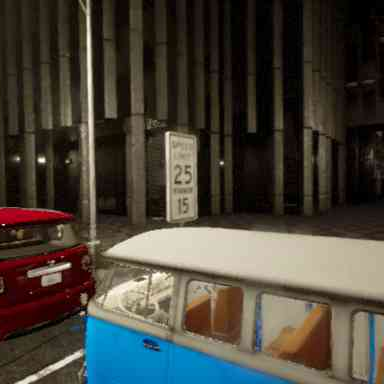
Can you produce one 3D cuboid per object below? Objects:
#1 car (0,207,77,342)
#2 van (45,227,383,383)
[{"bbox_3d":[-3.798,1.198,5.638,5.009,1.841,2.192,0,2,34],"label":"car"},{"bbox_3d":[0.885,1.253,2.494,3.998,1.788,1.690,0,2,34],"label":"van"}]
